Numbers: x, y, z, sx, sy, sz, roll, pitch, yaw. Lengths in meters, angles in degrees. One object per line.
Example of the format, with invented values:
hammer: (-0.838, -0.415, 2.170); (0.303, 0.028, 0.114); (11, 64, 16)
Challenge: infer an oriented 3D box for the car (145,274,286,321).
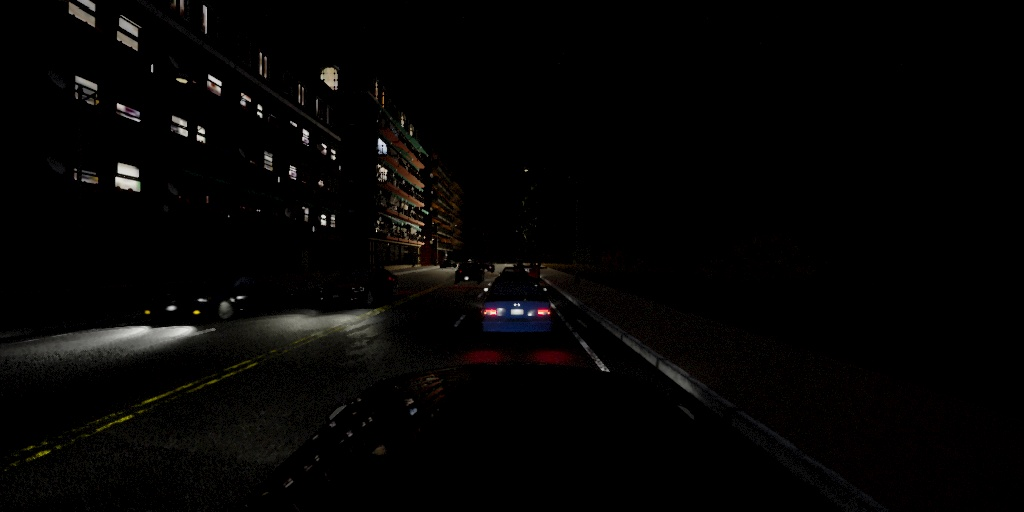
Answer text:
car: (-9.840, 1.316, 12.353); (1.994, 1.385, 4.181); (0, 0, 0)

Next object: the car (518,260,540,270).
car: (1.167, 1.105, 29.802); (2.097, 1.767, 4.553); (0, 0, 0)

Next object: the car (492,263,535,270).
car: (0.113, 1.317, 20.867); (1.994, 1.385, 4.181); (0, 0, 1)

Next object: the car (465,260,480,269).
car: (-6.521, 1.316, 59.039); (1.994, 1.385, 4.181); (0, 0, 0)

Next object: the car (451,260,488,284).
car: (-3.124, 1.259, 27.120); (1.837, 1.490, 4.892); (0, 0, 0)

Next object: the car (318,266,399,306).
car: (-6.586, 1.230, 15.900); (1.882, 1.535, 5.008); (0, 0, 0)

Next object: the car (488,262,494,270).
car: (-3.107, 1.354, 44.064); (1.895, 1.301, 4.718); (0, 0, 0)

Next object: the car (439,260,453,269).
car: (-9.785, 1.300, 55.145); (2.033, 1.411, 5.357); (0, 0, 0)

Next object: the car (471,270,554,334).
car: (0.110, 1.299, 10.534); (2.033, 1.411, 5.357); (0, 0, 0)
